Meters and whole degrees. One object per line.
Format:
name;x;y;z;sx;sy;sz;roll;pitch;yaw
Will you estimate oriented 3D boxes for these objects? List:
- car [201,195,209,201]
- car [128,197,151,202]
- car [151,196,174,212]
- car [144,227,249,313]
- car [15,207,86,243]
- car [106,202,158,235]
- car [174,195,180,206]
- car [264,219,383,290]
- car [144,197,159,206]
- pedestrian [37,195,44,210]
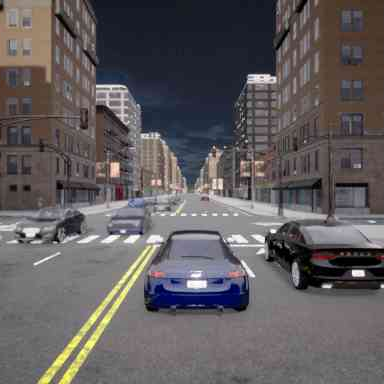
car;3.187;1.465;80.561;1.882;1.535;5.008;0;0;0
car;-6.625;1.476;40.501;1.882;1.535;5.008;0;0;0
car;-3.382;1.525;38.927;1.812;1.442;4.674;0;0;0
car;0.082;1.564;7.759;1.994;1.385;4.181;0;0;0
car;-6.612;1.487;16.058;2.128;1.511;4.902;0;0;0
car;-3.364;1.542;18.928;2.033;1.411;5.357;0;0;0
car;-3.383;1.499;54.760;1.837;1.490;4.892;0;0;0
car;3.331;1.478;9.137;1.882;1.535;5.008;0;0;0
car;-6.632;1.558;54.540;1.994;1.385;4.181;0;0;0
pedestrian;-14.166;1.169;31.071;0.375;1.860;0.375;0;0;0
